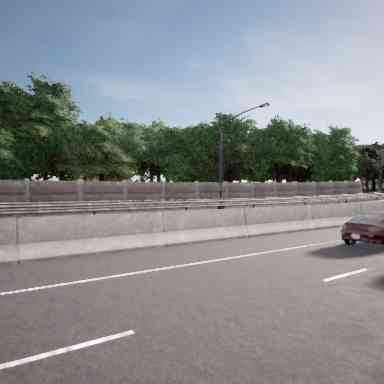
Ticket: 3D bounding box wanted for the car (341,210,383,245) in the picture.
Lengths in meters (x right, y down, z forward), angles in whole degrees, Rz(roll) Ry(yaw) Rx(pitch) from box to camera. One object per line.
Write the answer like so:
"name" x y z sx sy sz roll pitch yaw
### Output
"car" 8.037 1.476 13.789 4.674 1.442 1.812 0 0 -35
